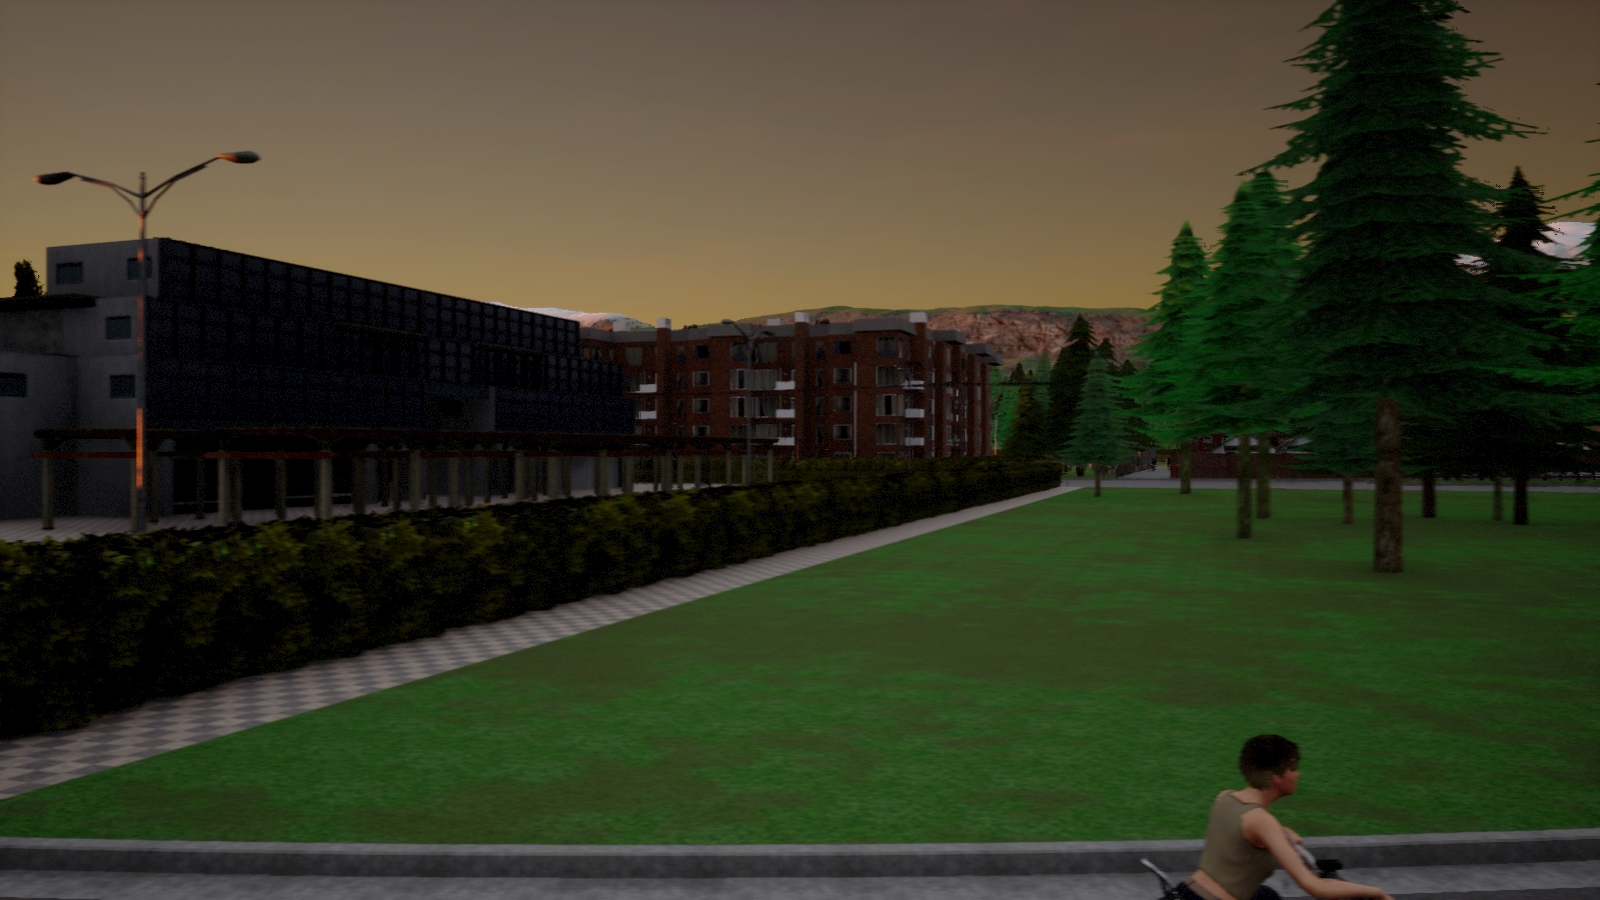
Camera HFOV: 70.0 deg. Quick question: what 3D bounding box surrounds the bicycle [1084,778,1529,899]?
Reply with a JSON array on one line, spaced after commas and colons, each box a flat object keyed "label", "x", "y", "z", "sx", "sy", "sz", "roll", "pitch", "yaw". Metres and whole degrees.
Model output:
[{"label": "bicycle", "x": 2.060, "y": 2.157, "z": 4.815, "sx": 1.487, "sy": 1.276, "sz": 0.859, "roll": 0, "pitch": 0, "yaw": -3}]
